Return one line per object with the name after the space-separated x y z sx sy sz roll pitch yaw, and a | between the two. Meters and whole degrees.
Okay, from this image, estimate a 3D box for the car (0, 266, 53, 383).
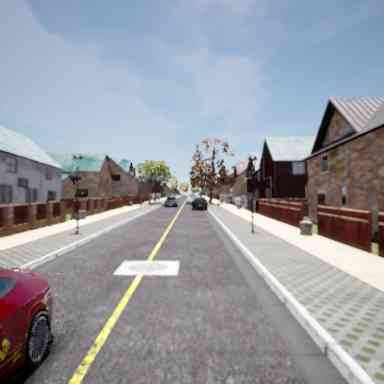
-2.864 1.518 2.997 1.812 1.442 4.674 0 0 0 | car

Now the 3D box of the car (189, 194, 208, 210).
0.933 1.364 40.568 1.882 1.535 5.008 0 0 0 | car

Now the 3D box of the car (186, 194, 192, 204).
-0.043 1.361 59.335 1.812 1.442 4.674 0 0 0 | car

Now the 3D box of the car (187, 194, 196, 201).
-0.053 1.122 73.439 1.882 1.535 5.008 0 0 0 | car

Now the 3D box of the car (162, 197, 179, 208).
-2.860 1.396 46.012 1.812 1.442 4.674 0 0 0 | car
